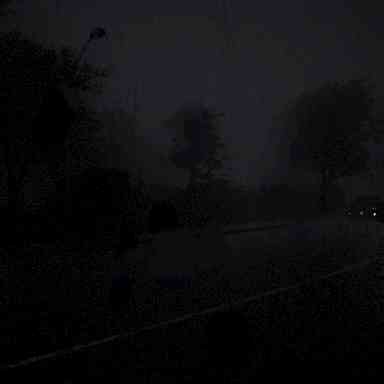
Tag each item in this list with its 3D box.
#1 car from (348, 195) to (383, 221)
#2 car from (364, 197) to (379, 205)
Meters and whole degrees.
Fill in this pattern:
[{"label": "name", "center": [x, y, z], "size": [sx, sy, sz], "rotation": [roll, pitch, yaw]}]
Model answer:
[{"label": "car", "center": [15.144, 1.303, 28.490], "size": [2.150, 2.045, 5.566], "rotation": [0, 0, 39]}, {"label": "car", "center": [34.657, 1.750, 64.194], "size": [1.895, 1.301, 4.718], "rotation": [0, 0, 20]}]
